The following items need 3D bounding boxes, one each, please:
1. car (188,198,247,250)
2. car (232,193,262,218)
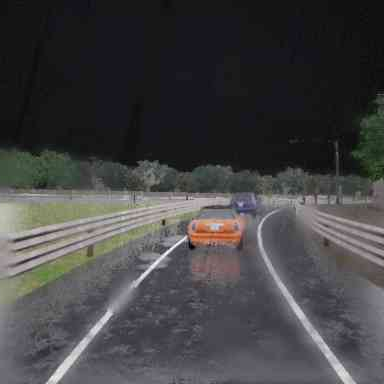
[{"bbox_3d":[1.168,1.327,14.285,2.097,1.767,4.553,0,0,9],"label":"car"},{"bbox_3d":[4.677,1.082,28.640,2.150,2.045,5.566,-1,0,18],"label":"car"}]
